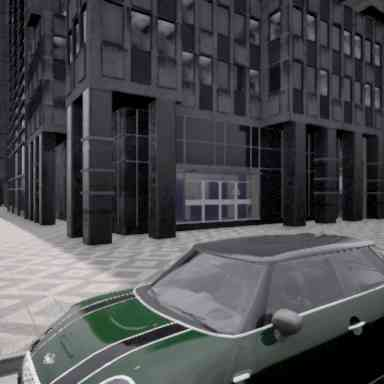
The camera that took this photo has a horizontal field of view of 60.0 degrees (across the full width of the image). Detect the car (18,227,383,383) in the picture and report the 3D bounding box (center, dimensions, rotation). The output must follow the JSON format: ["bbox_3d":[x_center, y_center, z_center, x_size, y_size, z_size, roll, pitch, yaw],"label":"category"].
[{"bbox_3d":[0.589,1.349,3.732,4.553,1.767,2.097,0,0,-33],"label":"car"}]
